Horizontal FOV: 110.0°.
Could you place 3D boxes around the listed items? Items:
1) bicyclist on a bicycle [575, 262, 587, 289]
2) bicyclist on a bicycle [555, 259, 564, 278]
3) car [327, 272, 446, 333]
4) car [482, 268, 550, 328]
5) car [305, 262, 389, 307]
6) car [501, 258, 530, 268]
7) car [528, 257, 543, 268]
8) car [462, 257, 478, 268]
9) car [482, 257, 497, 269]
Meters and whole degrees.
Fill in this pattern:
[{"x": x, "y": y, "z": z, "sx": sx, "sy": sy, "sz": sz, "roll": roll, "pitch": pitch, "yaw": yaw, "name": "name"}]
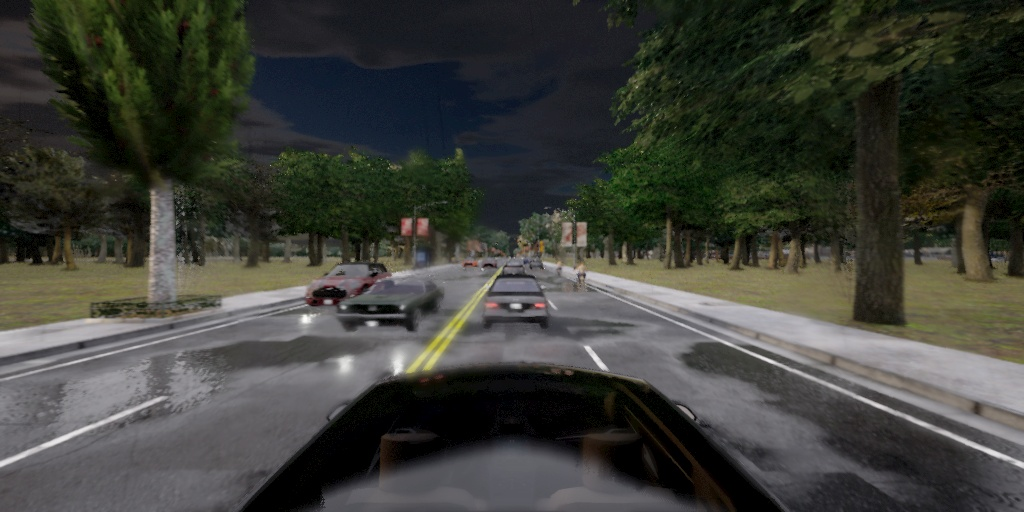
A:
[{"x": 4.179, "y": 1.130, "z": 21.520, "sx": 0.866, "sy": 1.612, "sz": 1.509, "roll": 0, "pitch": 0, "yaw": 0, "name": "bicyclist on a bicycle"}, {"x": 4.189, "y": 1.100, "z": 31.444, "sx": 0.866, "sy": 1.612, "sz": 1.509, "roll": 0, "pitch": 0, "yaw": 0, "name": "bicyclist on a bicycle"}, {"x": -3.345, "y": 1.319, "z": 10.809, "sx": 1.895, "sy": 1.301, "sz": 4.718, "roll": 0, "pitch": 0, "yaw": 0, "name": "car"}, {"x": 0.106, "y": 1.268, "z": 11.281, "sx": 2.033, "sy": 1.411, "sz": 5.357, "roll": 0, "pitch": 0, "yaw": 0, "name": "car"}, {"x": -6.589, "y": 1.053, "z": 15.099, "sx": 2.097, "sy": 1.767, "sz": 4.553, "roll": 0, "pitch": 0, "yaw": 0, "name": "car"}, {"x": 0.126, "y": 1.153, "z": 30.576, "sx": 2.128, "sy": 1.511, "sz": 4.902, "roll": 0, "pitch": 0, "yaw": 0, "name": "car"}, {"x": 3.398, "y": 1.097, "z": 51.435, "sx": 2.128, "sy": 1.511, "sz": 4.902, "roll": 0, "pitch": 0, "yaw": 0, "name": "car"}, {"x": -6.507, "y": 0.932, "z": 55.902, "sx": 2.097, "sy": 1.767, "sz": 4.553, "roll": 0, "pitch": 0, "yaw": 0, "name": "car"}, {"x": -3.270, "y": 0.945, "z": 52.673, "sx": 2.097, "sy": 1.767, "sz": 4.553, "roll": 0, "pitch": 0, "yaw": 0, "name": "car"}]
